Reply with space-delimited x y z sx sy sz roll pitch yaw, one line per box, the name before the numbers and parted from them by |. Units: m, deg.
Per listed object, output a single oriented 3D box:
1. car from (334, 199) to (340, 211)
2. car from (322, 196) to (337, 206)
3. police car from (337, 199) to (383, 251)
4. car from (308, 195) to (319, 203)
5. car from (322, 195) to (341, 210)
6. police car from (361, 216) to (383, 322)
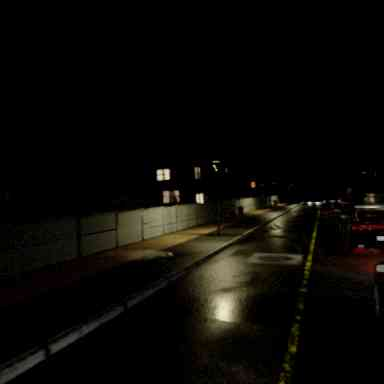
car | 9.259 1.346 18.716 1.837 1.490 4.892 -2 -1 21
car | 21.480 1.325 51.972 1.994 1.385 4.181 -2 -1 21
police car | 7.097 1.292 13.237 1.930 1.638 5.238 -2 0 21
car | 24.680 1.363 67.590 1.812 1.442 4.674 -2 -1 22
car | 16.672 1.140 39.694 2.097 1.767 4.553 -2 -1 22
police car | 3.431 1.340 3.931 1.930 1.638 5.238 -2 0 21
